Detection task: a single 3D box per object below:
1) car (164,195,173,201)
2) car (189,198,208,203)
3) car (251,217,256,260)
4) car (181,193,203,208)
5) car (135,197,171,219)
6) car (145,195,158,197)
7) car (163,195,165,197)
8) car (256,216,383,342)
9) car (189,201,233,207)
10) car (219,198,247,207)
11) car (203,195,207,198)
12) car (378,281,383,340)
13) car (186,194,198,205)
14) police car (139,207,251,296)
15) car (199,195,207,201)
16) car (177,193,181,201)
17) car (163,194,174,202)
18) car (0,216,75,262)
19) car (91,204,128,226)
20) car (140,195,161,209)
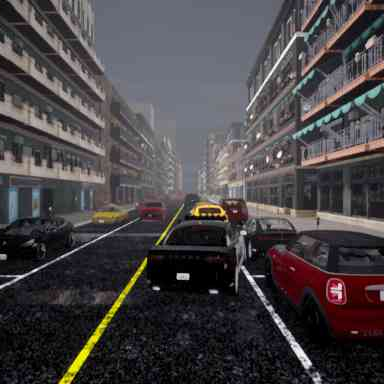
[{"bbox_3d":[-5.602,1.415,79.755,1.967,1.590,4.097,0,0,0],"label":"car"},{"bbox_3d":[0.856,1.453,24.787,1.801,1.575,5.366,0,0,-1],"label":"car"},{"bbox_3d":[2.705,1.550,12.105,2.008,1.369,4.403,0,0,0],"label":"car"},{"bbox_3d":[0.052,1.212,45.263,2.150,2.045,5.566,0,0,0],"label":"car"},{"bbox_3d":[-3.072,1.474,27.004,1.882,1.535,5.008,0,0,0],"label":"car"},{"bbox_3d":[-5.645,1.432,40.301,1.967,1.590,4.097,0,0,0],"label":"car"},{"bbox_3d":[-5.634,1.570,51.574,1.802,1.307,4.206,0,0,0],"label":"car"},{"bbox_3d":[2.699,1.440,6.470,1.967,1.590,4.097,0,0,0],"label":"car"},{"bbox_3d":[0.920,1.476,18.605,1.882,1.535,5.008,0,0,0],"label":"car"},{"bbox_3d":[2.718,1.312,23.379,2.192,1.841,5.009,0,0,0],"label":"car"},{"bbox_3d":[2.772,1.503,74.276,1.752,1.417,4.829,0,0,0],"label":"car"},{"bbox_3d":[2.692,1.545,0.833,1.887,1.381,4.507,0,0,0],"label":"car"},{"bbox_3d":[0.064,1.337,59.954,2.097,1.767,4.553,0,0,0],"label":"car"},{"bbox_3d":[0.398,1.421,8.943,1.930,1.638,5.238,-1,0,13],"label":"police car"},{"bbox_3d":[2.784,1.517,85.379,1.887,1.381,4.507,0,0,0],"label":"car"},{"bbox_3d":[-2.906,1.193,86.617,2.150,2.045,5.566,0,0,0],"label":"car"},{"bbox_3d":[-5.607,1.293,74.119,2.192,1.841,5.009,0,0,0],"label":"car"},{"bbox_3d":[-5.676,1.565,12.118,1.947,1.339,4.313,0,0,0],"label":"car"},{"bbox_3d":[-5.664,1.523,23.221,1.752,1.417,4.829,0,0,0],"label":"car"},{"bbox_3d":[-5.638,1.305,45.938,2.192,1.841,5.009,0,0,0],"label":"car"}]
